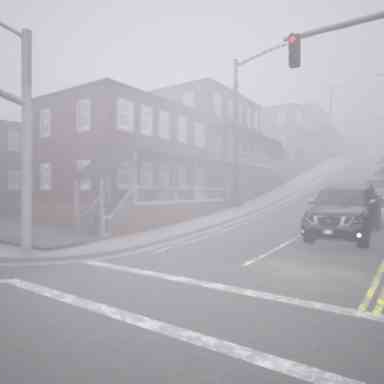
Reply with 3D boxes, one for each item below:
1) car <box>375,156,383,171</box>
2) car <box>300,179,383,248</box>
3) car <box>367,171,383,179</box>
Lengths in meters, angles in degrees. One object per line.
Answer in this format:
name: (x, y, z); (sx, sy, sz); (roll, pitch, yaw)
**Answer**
car: (17.676, -2.373, 29.653); (2.097, 1.767, 4.553); (0, 12, 35)
car: (6.139, 0.760, 13.398); (2.150, 2.045, 5.566); (0, 5, 35)
car: (11.971, -0.191, 21.625); (2.033, 1.411, 5.357); (0, 10, 35)
